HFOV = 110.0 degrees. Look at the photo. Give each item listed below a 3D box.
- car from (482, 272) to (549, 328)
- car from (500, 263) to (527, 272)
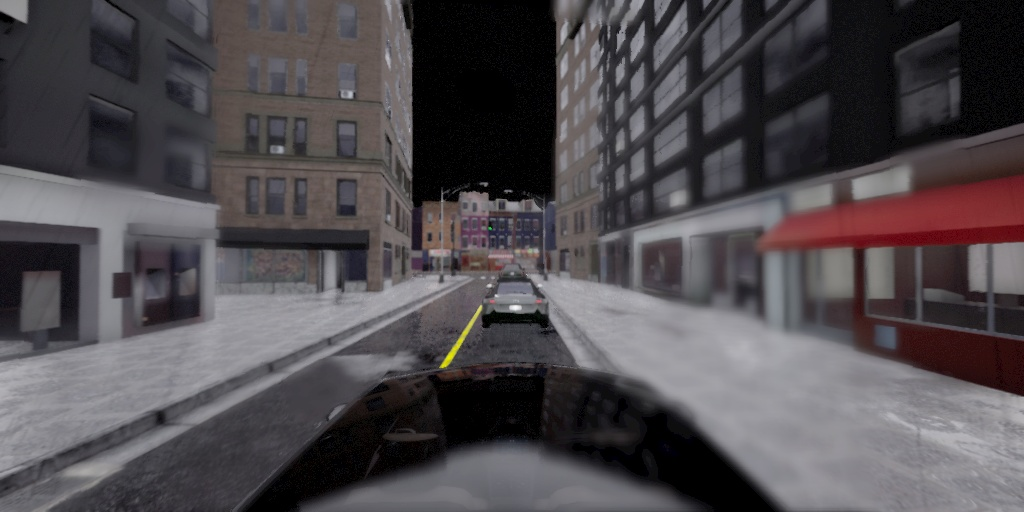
[{"bbox_3d":[0.097,1.406,11.865,1.994,1.385,4.181,0,0,0],"label":"car"},{"bbox_3d":[0.095,1.345,28.810,2.097,1.767,4.553,0,0,0],"label":"car"}]
